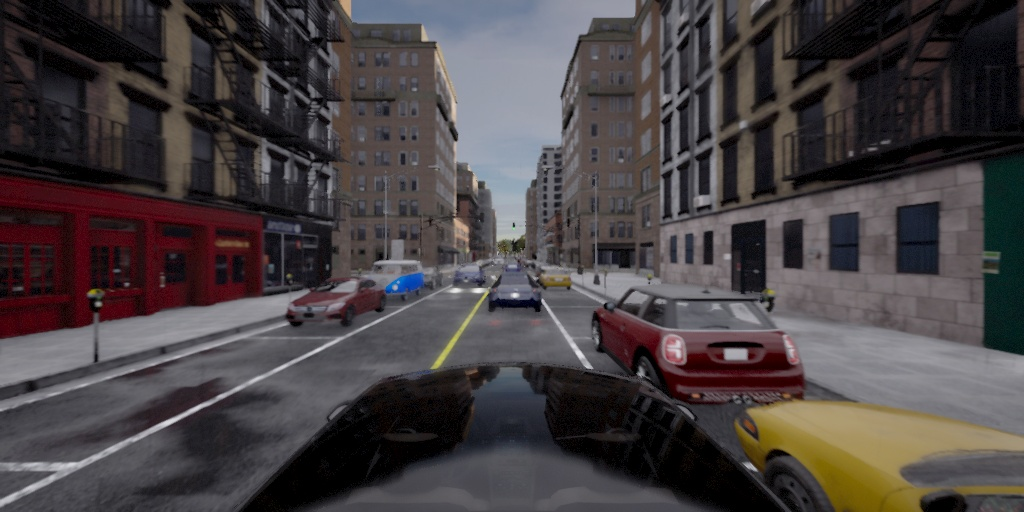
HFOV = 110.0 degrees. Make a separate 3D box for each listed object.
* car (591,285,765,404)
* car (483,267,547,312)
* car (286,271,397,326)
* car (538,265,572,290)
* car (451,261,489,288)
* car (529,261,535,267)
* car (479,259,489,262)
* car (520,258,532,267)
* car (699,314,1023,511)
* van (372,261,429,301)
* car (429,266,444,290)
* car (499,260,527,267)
[{"bbox_3d":[2.661,1.193,6.203,1.967,1.591,4.097,0,0,0],"label":"car"},{"bbox_3d":[0.101,1.324,14.384,1.994,1.385,4.181,0,0,0],"label":"car"},{"bbox_3d":[-5.391,1.340,11.608,1.802,1.307,4.207,0,0,0],"label":"car"},{"bbox_3d":[2.646,1.291,22.592,1.751,1.417,4.829,0,0,0],"label":"car"},{"bbox_3d":[-2.810,1.293,24.471,1.812,1.442,4.674,0,0,1],"label":"car"},{"bbox_3d":[2.641,1.321,27.828,2.007,1.370,4.403,0,0,0],"label":"car"},{"bbox_3d":[-5.385,1.321,60.214,1.751,1.417,4.829,0,0,0],"label":"car"},{"bbox_3d":[2.640,1.342,54.704,2.007,1.370,4.403,0,0,0],"label":"car"},{"bbox_3d":[2.666,1.275,0.967,1.751,1.417,4.829,0,0,0],"label":"car"},{"bbox_3d":[-5.390,1.102,17.015,1.690,1.789,3.998,0,0,0],"label":"van"},{"bbox_3d":[-5.388,1.316,22.421,2.007,1.370,4.403,0,0,0],"label":"car"},{"bbox_3d":[0.057,1.299,30.695,1.812,1.442,4.674,0,0,-1],"label":"car"}]
